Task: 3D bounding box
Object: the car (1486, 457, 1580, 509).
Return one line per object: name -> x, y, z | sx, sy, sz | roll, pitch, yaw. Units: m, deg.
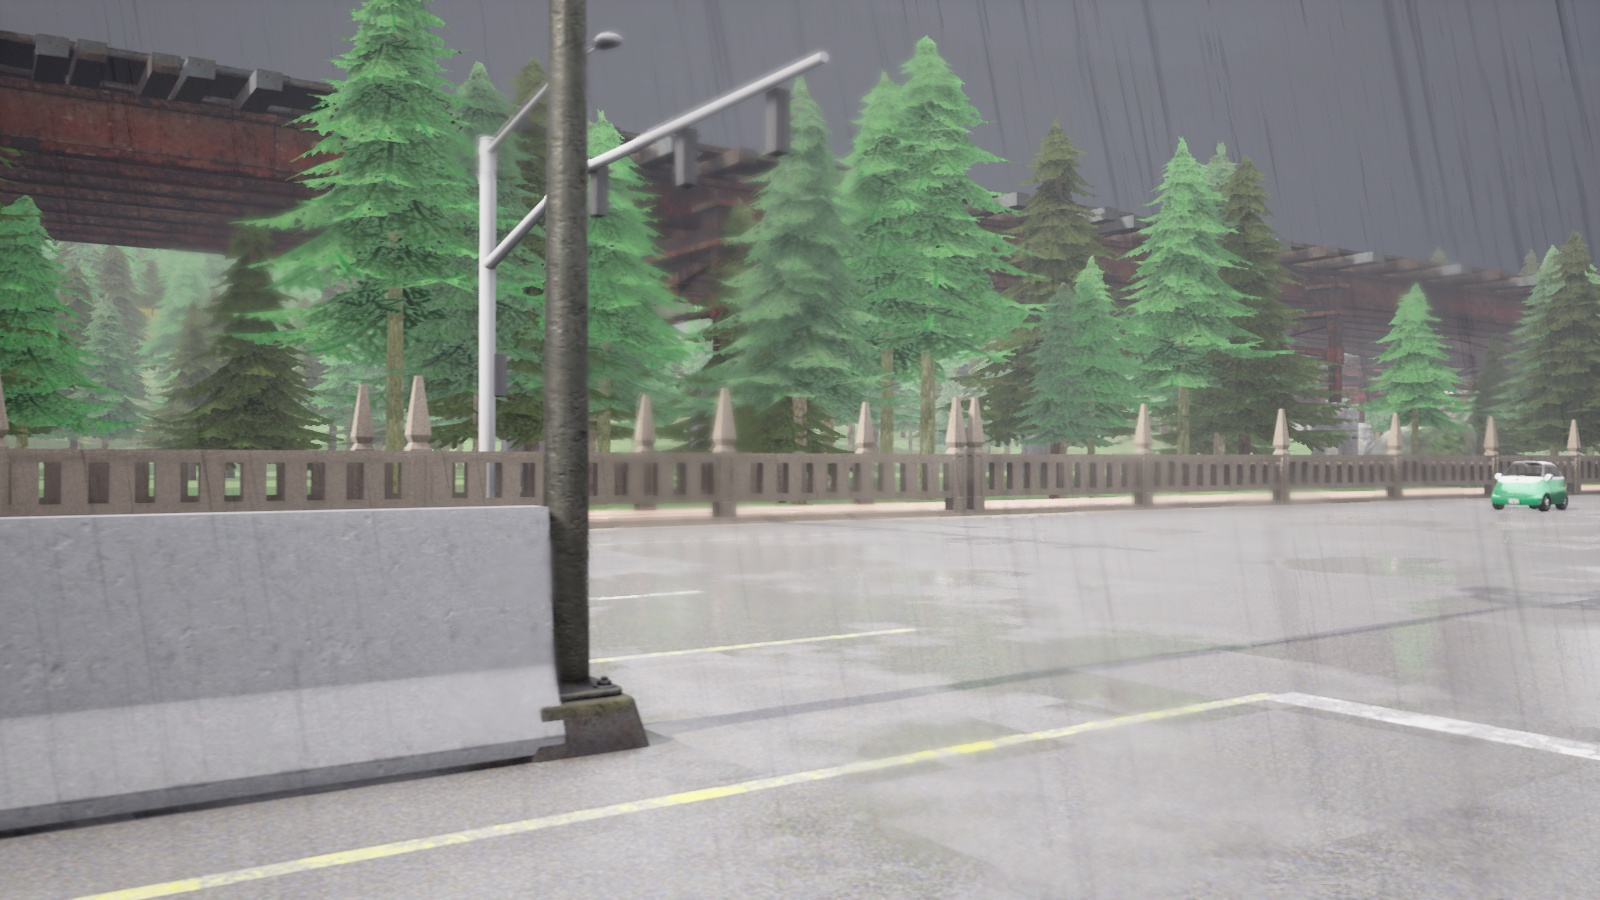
car -> 20.373, 0.898, 34.903 | 2.207, 1.376, 1.481 | 0, 0, -35
